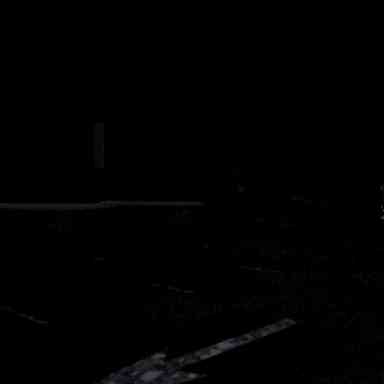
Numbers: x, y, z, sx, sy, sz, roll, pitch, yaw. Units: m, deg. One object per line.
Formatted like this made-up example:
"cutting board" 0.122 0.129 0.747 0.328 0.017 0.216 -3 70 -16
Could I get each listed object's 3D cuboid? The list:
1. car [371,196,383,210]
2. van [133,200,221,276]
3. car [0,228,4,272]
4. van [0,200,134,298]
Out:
"car" 20.188 1.173 35.381 1.882 1.535 5.008 0 1 6
"van" -1.416 1.244 10.195 4.442 1.987 1.878 -1 0 34
"car" -6.149 1.495 6.591 5.008 1.535 2.097 -1 -1 34
"van" -3.835 1.258 8.420 4.442 1.987 1.878 -1 0 34
